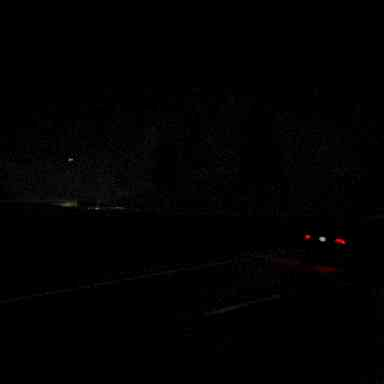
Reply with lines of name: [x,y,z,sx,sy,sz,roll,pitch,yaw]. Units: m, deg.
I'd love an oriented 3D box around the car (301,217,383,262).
car: [6.501,1.687,12.808,5.357,1.411,2.033,1,0,-35]

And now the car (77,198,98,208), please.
car: [-16.562,1.664,52.760,1.882,1.535,5.008,1,-1,-38]
